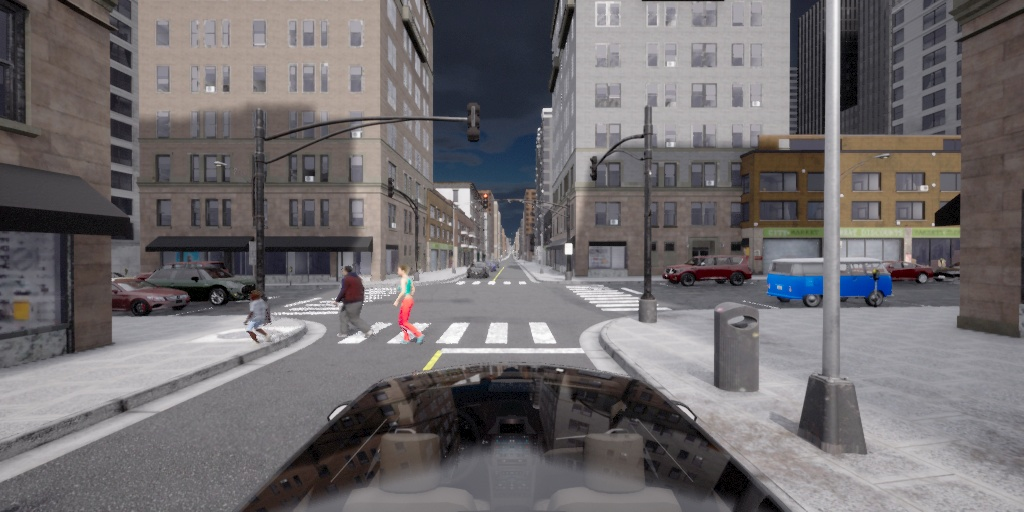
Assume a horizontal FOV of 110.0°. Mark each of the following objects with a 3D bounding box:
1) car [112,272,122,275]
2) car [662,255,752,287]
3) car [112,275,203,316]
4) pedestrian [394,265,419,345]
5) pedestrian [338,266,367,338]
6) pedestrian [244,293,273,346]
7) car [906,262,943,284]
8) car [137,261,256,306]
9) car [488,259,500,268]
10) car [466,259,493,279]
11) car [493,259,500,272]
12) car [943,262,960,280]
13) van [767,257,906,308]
[{"bbox_3d":[-26.012,1.551,22.210,4.829,1.417,1.751,0,0,0],"label":"car"},{"bbox_3d":[12.103,0.872,22.291,5.009,1.841,2.192,0,0,0],"label":"car"},{"bbox_3d":[-14.814,1.528,13.708,4.207,1.307,1.802,0,0,0],"label":"car"},{"bbox_3d":[-2.388,1.043,8.043,0.375,1.860,0.375,0,0,0],"label":"pedestrian"},{"bbox_3d":[-3.842,1.043,8.646,0.375,1.860,0.375,0,0,0],"label":"pedestrian"},{"bbox_3d":[-5.272,0.890,7.443,0.375,1.860,0.375,0,0,0],"label":"pedestrian"},{"bbox_3d":[23.321,0.964,22.315,4.507,1.381,1.888,0,0,0],"label":"car"},{"bbox_3d":[-14.005,1.269,16.351,4.553,1.767,2.097,-1,0,0],"label":"car"},{"bbox_3d":[-3.041,1.295,60.838,1.837,1.490,4.892,0,0,0],"label":"car"},{"bbox_3d":[-3.083,1.259,33.387,1.837,1.490,4.892,0,0,0],"label":"car"},{"bbox_3d":[-3.069,1.120,45.952,2.097,1.767,4.553,0,0,0],"label":"car"},{"bbox_3d":[28.930,0.916,22.327,4.313,1.339,1.948,0,0,0],"label":"car"},{"bbox_3d":[12.122,0.957,13.766,3.998,1.789,1.690,0,0,0],"label":"van"}]
